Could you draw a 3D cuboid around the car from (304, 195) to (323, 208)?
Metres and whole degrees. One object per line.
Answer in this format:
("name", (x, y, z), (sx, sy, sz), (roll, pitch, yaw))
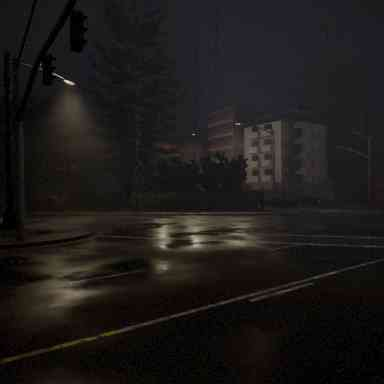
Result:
("car", (13.385, 1.091, 39.633), (1.994, 1.385, 4.181), (-1, 1, -35))

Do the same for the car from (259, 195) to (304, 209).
("car", (9.981, 1.193, 38.051), (1.895, 1.301, 4.718), (-1, 1, -35))

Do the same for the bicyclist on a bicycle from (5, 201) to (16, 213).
("bicyclist on a bicycle", (-18.106, 1.346, 33.202), (0.582, 1.620, 1.656), (-1, 1, 9))
